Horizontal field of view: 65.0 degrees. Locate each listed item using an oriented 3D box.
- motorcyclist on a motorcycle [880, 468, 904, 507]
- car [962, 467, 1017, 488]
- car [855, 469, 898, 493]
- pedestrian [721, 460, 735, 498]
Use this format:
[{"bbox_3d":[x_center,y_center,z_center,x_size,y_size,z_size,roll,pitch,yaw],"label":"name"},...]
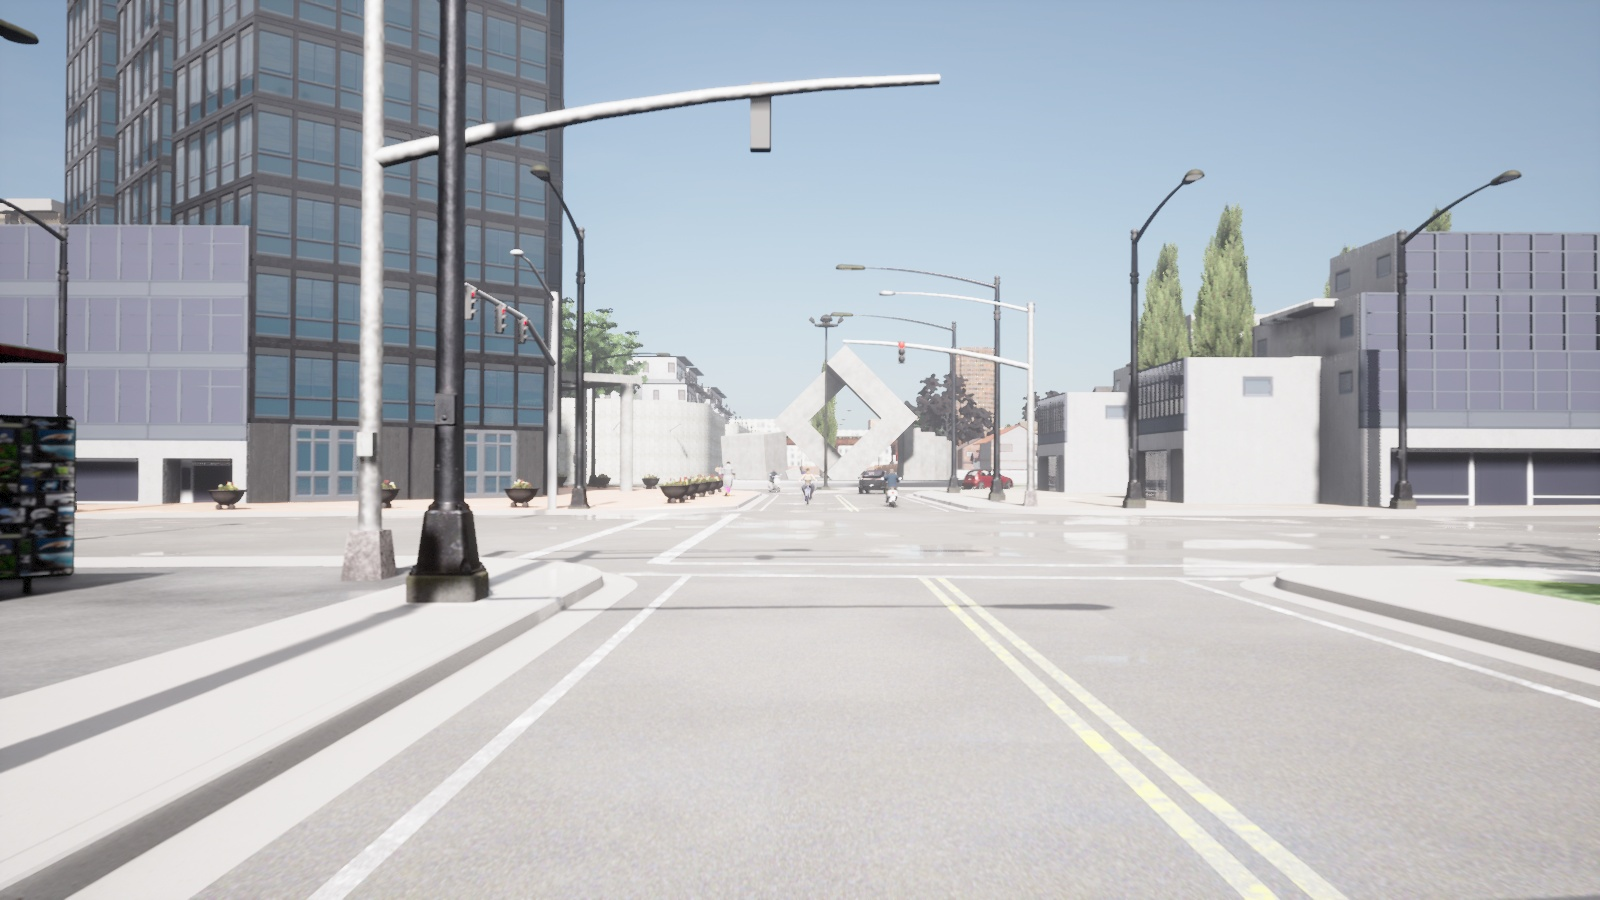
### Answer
[{"bbox_3d":[3.835,1.549,52.538,0.866,1.590,1.817,0,-1,0],"label":"motorcyclist on a motorcycle"},{"bbox_3d":[14.652,2.128,97.053,3.988,1.617,1.851,0,-1,-31],"label":"car"},{"bbox_3d":[4.903,1.971,80.368,2.128,1.511,4.902,0,-1,11],"label":"car"},{"bbox_3d":[-3.659,1.467,64.110,0.659,1.952,0.873,0,-1,0],"label":"pedestrian"}]
